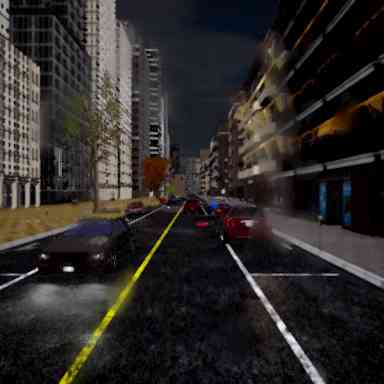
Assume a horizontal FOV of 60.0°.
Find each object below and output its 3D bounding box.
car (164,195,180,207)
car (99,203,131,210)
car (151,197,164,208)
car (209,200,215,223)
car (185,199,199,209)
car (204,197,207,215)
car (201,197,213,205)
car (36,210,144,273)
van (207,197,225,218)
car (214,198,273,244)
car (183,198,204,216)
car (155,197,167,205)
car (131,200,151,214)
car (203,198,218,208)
[{"bbox_3d":[-2.968,1.680,53.814,1.994,1.385,4.181,0,0,0],"label":"car"},{"bbox_3d":[-5.677,1.552,22.764,1.752,1.417,4.829,0,0,0],"label":"car"},{"bbox_3d":[-5.661,1.598,50.428,1.752,1.417,4.829,0,0,0],"label":"car"},{"bbox_3d":[2.706,1.617,28.462,1.802,1.307,4.206,0,0,0],"label":"car"},{"bbox_3d":[0.041,1.670,48.936,1.895,1.301,4.718,0,0,0],"label":"car"},{"bbox_3d":[2.713,1.493,39.528,1.967,1.590,4.097,0,0,0],"label":"car"},{"bbox_3d":[2.725,1.645,61.658,2.008,1.369,4.403,0,0,0],"label":"car"},{"bbox_3d":[-3.094,1.559,11.012,2.033,1.411,5.357,0,0,0],"label":"car"},{"bbox_3d":[2.709,1.385,33.995,1.690,1.788,3.998,0,0,0],"label":"van"},{"bbox_3d":[2.399,1.369,16.036,2.097,1.767,4.553,0,0,0],"label":"car"},{"bbox_3d":[0.050,1.527,37.202,1.882,1.535,5.008,0,0,1],"label":"car"},{"bbox_3d":[-5.655,1.639,61.663,1.887,1.381,4.507,0,0,0],"label":"car"},{"bbox_3d":[-5.671,1.626,34.000,1.802,1.307,4.206,0,0,0],"label":"car"},{"bbox_3d":[2.719,1.623,50.592,2.008,1.369,4.403,0,0,0],"label":"car"}]
